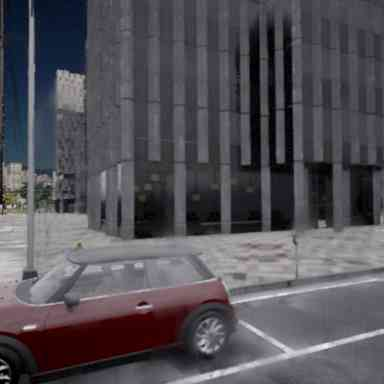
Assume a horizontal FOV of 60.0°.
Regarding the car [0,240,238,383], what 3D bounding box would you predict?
[{"bbox_3d":[-1.459,1.581,4.904,4.097,1.590,1.967,0,-2,-25],"label":"car"}]
